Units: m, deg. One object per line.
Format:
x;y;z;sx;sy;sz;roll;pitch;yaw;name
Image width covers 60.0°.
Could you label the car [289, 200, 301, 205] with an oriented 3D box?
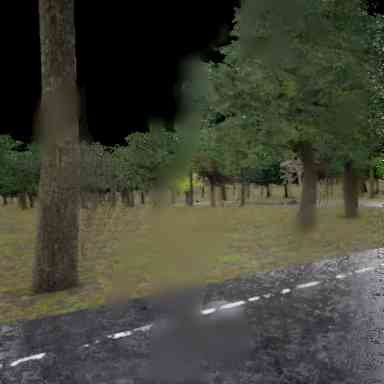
28.413;2.825;90.613;1.994;1.385;4.181;-4;1;-34;car
